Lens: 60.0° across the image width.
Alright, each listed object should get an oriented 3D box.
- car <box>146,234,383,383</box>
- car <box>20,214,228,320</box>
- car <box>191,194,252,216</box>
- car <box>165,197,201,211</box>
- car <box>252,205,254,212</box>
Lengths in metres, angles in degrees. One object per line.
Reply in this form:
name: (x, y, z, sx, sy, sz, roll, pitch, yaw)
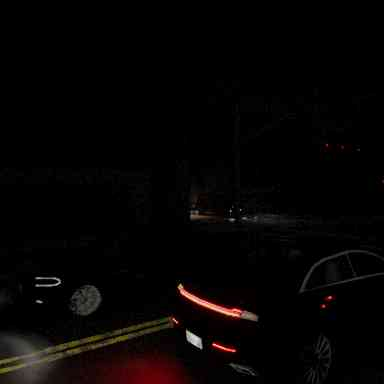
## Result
car: (1.998, 1.492, 5.255, 4.902, 1.511, 2.128, 0, 0, -35)
car: (-1.101, 1.477, 7.533, 5.008, 1.535, 1.882, 0, 0, -36)
car: (2.578, 1.221, 31.302, 2.150, 2.045, 5.566, 0, 0, -36)
car: (-1.243, 1.491, 42.265, 2.128, 1.511, 4.902, 0, 0, -37)
car: (4.295, 1.478, 34.845, 1.882, 1.535, 5.008, 0, 0, -37)
